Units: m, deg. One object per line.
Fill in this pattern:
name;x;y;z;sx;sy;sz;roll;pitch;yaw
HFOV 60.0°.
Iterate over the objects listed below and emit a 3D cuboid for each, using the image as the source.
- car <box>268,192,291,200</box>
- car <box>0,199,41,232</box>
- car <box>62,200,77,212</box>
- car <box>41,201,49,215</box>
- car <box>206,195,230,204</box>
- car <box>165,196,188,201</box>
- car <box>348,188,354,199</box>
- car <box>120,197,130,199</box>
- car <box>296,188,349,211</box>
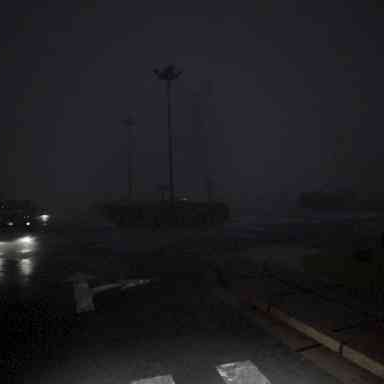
car;15.507;0.757;58.916;4.193;1.474;1.816;-2;0;-21
car;-11.619;1.531;22.057;2.150;2.045;5.566;-2;0;-21
car;-17.087;1.869;46.478;1.882;1.535;5.008;-2;0;-21
car;-18.448;1.869;40.031;2.097;1.767;4.553;-2;0;-21
car;3.982;1.181;53.090;3.905;1.438;1.784;-2;0;-21
car;-2.624;1.373;53.059;2.128;1.511;4.902;-2;0;-40
car;20.969;0.433;46.579;3.866;1.878;1.905;-2;0;-21
car;-11.664;1.658;57.101;4.902;1.511;2.128;-2;0;-7
car;12.380;0.776;32.240;4.605;1.855;1.932;-2;0;-21
